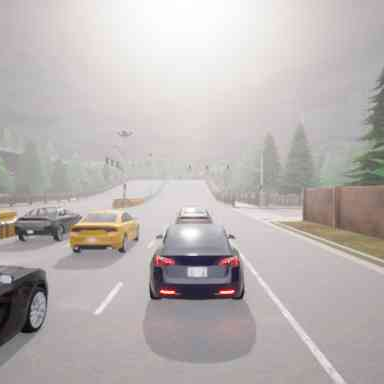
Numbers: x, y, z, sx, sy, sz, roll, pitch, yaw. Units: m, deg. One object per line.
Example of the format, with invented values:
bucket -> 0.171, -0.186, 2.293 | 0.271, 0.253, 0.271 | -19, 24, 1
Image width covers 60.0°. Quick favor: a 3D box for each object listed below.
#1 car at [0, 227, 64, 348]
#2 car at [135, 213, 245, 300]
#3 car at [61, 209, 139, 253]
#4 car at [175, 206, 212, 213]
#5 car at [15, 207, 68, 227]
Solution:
car -> -3.400, 1.479, 3.761 | 1.882, 1.535, 5.008 | 0, 0, 0
car -> 0.098, 1.506, 8.424 | 2.163, 1.488, 4.792 | 0, 0, 0
car -> -3.404, 1.482, 13.777 | 1.882, 1.535, 5.008 | 0, 0, 0
car -> 0.093, 1.497, 17.514 | 2.128, 1.511, 4.902 | 0, 0, 0
car -> -6.905, 1.496, 16.624 | 2.128, 1.511, 4.902 | 0, 0, 0
